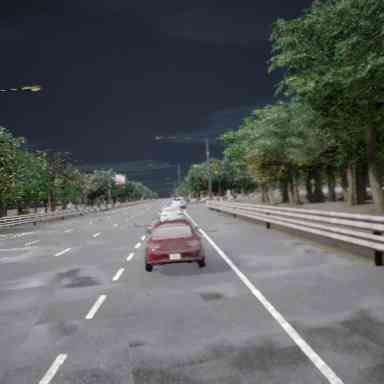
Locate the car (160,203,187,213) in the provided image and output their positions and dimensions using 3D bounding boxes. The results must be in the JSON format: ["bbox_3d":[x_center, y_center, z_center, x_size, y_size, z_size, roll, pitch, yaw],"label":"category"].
[{"bbox_3d":[-1.620,1.935,27.493,1.812,1.442,4.674,-4,-1,-4],"label":"car"}]

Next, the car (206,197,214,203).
[{"bbox_3d":[4.985,2.089,86.290,1.812,1.442,4.674,-4,-1,25],"label":"car"}]

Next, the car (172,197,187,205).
[{"bbox_3d":[-2.257,2.014,60.396,2.150,2.045,5.566,-4,-1,7],"label":"car"}]

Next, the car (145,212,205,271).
[{"bbox_3d":[-0.635,1.693,11.686,1.812,1.442,4.674,-4,-1,-4],"label":"car"}]
